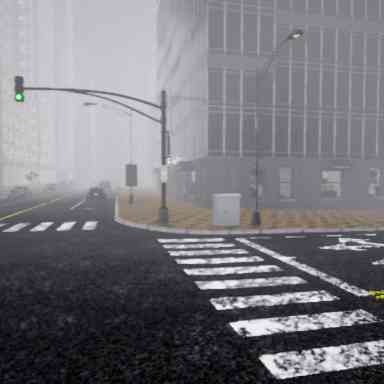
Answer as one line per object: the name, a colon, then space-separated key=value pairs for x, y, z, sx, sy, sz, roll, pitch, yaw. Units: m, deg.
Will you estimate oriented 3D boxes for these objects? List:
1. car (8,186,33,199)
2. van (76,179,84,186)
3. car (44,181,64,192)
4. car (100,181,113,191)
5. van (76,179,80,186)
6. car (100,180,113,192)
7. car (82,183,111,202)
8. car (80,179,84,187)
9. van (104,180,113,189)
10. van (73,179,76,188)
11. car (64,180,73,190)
car: x=-17.724 y=0.007 z=34.549 sx=1.802 sy=1.307 sz=4.206 roll=0 pitch=2 yaw=-13
van: x=-29.730 y=-2.509 z=88.448 sx=1.690 sy=1.788 sz=3.998 roll=0 pitch=2 yaw=-13
car: x=-21.325 y=-0.688 z=50.722 sx=1.947 sy=1.339 sz=4.313 roll=0 pitch=2 yaw=-13
car: x=-14.834 y=-1.093 z=57.819 sx=1.967 sy=1.590 sz=4.097 roll=0 pitch=2 yaw=-13
van: x=-26.128 y=-1.825 z=72.276 sx=1.690 sy=1.788 sz=3.998 roll=0 pitch=2 yaw=-13
car: x=-13.633 y=-0.990 z=52.422 sx=2.192 sy=1.841 sz=5.009 roll=0 pitch=2 yaw=-13
car: x=-8.783 y=0.164 z=30.881 sx=1.947 sy=1.339 sz=4.313 roll=0 pitch=2 yaw=-13
car: x=-28.529 y=-2.307 z=83.056 sx=2.192 sy=1.841 sz=5.009 roll=0 pitch=2 yaw=-13
van: x=-17.235 y=-1.647 z=68.596 sx=1.690 sy=1.788 sz=3.998 roll=0 pitch=2 yaw=-13
van: x=-24.927 y=-1.597 z=66.885 sx=1.690 sy=1.788 sz=3.998 roll=0 pitch=2 yaw=-13
car: x=-23.727 y=-1.270 z=61.499 sx=1.967 sy=1.590 sz=4.097 roll=0 pitch=2 yaw=-13
